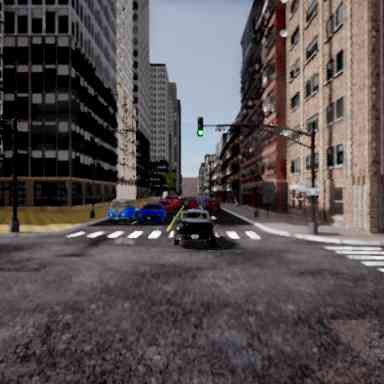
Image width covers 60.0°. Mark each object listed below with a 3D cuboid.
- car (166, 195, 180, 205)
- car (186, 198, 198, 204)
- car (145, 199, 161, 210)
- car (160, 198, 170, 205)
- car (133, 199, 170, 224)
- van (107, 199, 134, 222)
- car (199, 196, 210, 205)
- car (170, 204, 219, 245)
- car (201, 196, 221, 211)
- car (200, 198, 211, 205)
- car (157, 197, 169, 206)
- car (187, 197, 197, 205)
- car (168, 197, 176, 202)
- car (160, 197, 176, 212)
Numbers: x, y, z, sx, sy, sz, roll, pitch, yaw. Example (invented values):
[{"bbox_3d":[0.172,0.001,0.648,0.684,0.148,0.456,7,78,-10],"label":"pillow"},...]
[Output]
[{"bbox_3d":[-3.064,1.501,50.831,2.150,2.045,5.566,0,0,1],"label":"car"},{"bbox_3d":[-0.016,1.873,56.699,1.994,1.385,4.181,0,0,0],"label":"car"},{"bbox_3d":[-5.708,1.805,49.236,1.752,1.417,4.829,0,0,0],"label":"car"},{"bbox_3d":[-5.716,1.934,71.439,1.752,1.417,4.829,0,0,0],"label":"car"},{"bbox_3d":[-3.099,1.623,26.485,1.882,1.535,5.008,0,0,0],"label":"car"},{"bbox_3d":[-5.702,1.497,27.203,1.690,1.788,3.998,0,0,0],"label":"van"},{"bbox_3d":[2.664,1.705,71.614,2.192,1.841,5.009,0,0,0],"label":"car"},{"bbox_3d":[0.120,1.601,16.252,1.837,1.490,4.892,1,0,0],"label":"car"},{"bbox_3d":[2.673,1.544,43.860,2.192,1.841,5.009,0,0,0],"label":"car"},{"bbox_3d":[2.667,1.908,66.061,2.008,1.369,4.403,0,0,0],"label":"car"},{"bbox_3d":[-5.714,1.817,66.058,1.967,1.590,4.097,0,0,0],"label":"car"},{"bbox_3d":[-0.021,1.848,66.705,1.882,1.535,5.008,0,0,0],"label":"car"},{"bbox_3d":[-5.722,2.096,93.812,2.008,1.369,4.403,0,0,0],"label":"car"},{"bbox_3d":[-3.095,1.679,36.494,1.882,1.535,5.008,0,0,0],"label":"car"}]
